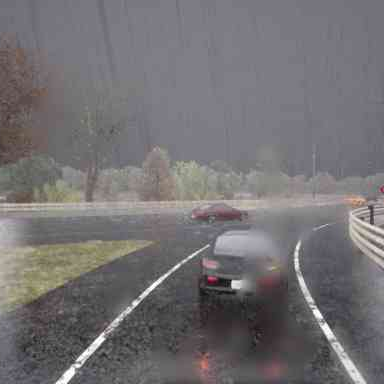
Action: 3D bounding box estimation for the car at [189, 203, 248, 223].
[{"bbox_3d":[2.031,1.526,24.351,4.674,1.442,1.812,0,0,-30],"label":"car"}]

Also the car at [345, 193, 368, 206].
[{"bbox_3d":[26.154,1.351,53.338,2.097,1.767,4.553,0,0,41],"label":"car"}]

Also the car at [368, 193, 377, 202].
[{"bbox_3d":[43.042,1.225,80.053,2.150,2.045,5.566,0,0,22],"label":"car"}]

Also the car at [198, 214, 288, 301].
[{"bbox_3d":[1.319,1.526,8.339,1.812,1.442,4.674,0,0,11],"label":"car"}]
